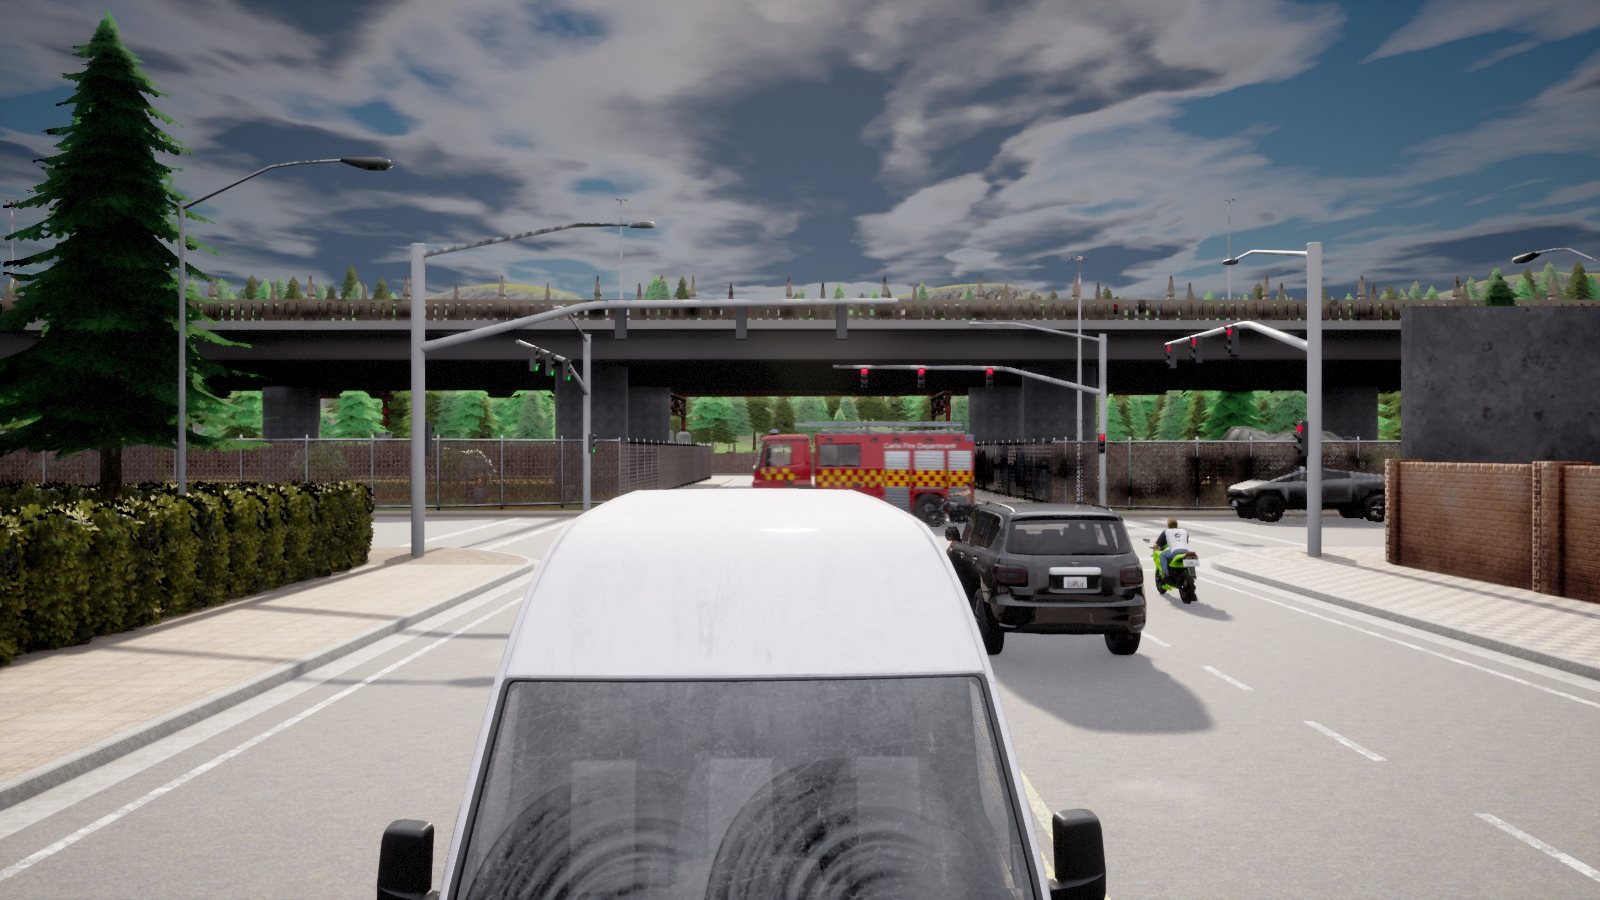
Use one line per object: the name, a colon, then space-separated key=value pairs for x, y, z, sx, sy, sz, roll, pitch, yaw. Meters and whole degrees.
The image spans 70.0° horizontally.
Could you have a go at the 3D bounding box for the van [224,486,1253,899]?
van: x=-0.245 y=1.535 z=5.164 sx=1.988 sy=2.561 sz=5.915 roll=0 pitch=0 yaw=-3

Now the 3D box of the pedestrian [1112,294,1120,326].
pedestrian: x=18.749 y=-8.300 z=67.726 sx=0.375 sy=1.860 sz=0.375 roll=0 pitch=0 yaw=0

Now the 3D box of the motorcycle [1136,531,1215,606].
motorcycle: x=6.995 y=2.187 z=21.401 sx=0.803 sy=1.199 sz=2.033 roll=0 pitch=0 yaw=0

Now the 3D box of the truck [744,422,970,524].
truck: x=2.150 y=0.861 z=44.268 sx=8.468 sy=3.827 sz=2.891 roll=0 pitch=0 yaw=0

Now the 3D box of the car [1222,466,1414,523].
car: x=19.836 y=1.700 z=43.979 sx=6.274 sy=2.098 sz=2.390 roll=0 pitch=0 yaw=0

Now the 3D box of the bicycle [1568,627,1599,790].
bicycle: x=7.014 y=2.158 z=9.045 sx=0.859 sy=1.276 sz=1.487 roll=0 pitch=0 yaw=0

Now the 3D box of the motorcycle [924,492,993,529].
motorcycle: x=5.606 y=2.140 z=40.515 sx=2.356 sy=1.277 sz=0.764 roll=0 pitch=0 yaw=0

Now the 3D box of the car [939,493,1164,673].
car: x=3.496 y=1.780 z=17.139 sx=2.150 sy=2.045 sz=5.566 roll=0 pitch=0 yaw=0
